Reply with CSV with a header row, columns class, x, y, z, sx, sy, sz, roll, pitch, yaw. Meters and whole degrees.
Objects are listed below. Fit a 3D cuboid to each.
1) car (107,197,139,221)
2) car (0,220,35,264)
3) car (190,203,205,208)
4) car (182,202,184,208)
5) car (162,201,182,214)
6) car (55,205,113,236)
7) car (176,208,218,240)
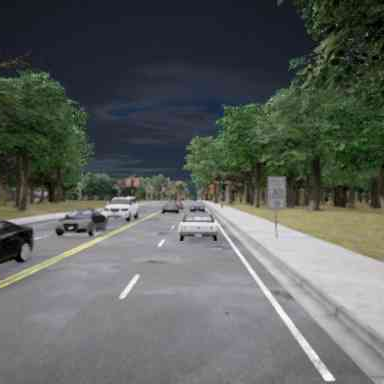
class,x,y,z,sx,sy,sz,roll,pitch,yaw
car,-6.182,1.461,29.617,2.150,2.045,5.566,0,0,1
car,-6.468,1.543,9.619,1.882,1.535,5.008,0,0,1
car,0.662,1.987,41.967,1.895,1.301,4.718,0,-1,1
car,-2.439,2.102,53.870,1.994,1.385,4.181,0,-1,1
car,-2.596,1.939,41.412,1.994,1.385,4.181,0,-1,1
car,-6.326,1.712,19.471,1.994,1.385,4.181,0,0,1
car,0.335,1.744,17.744,1.895,1.301,4.718,0,0,1
